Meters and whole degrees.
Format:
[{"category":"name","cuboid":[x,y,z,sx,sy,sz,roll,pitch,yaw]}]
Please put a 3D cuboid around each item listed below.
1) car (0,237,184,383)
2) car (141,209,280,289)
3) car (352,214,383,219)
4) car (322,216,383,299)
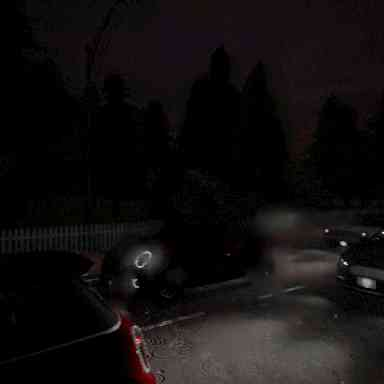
[{"category":"car","cuboid":[-2.545,1.354,2.170,4.553,1.767,2.097,0,0,-36]},{"category":"car","cuboid":[0.099,1.354,8.376,4.553,1.767,2.097,0,0,-36]},{"category":"car","cuboid":[7.402,1.597,13.620,4.718,1.301,1.895,0,0,-36]},{"category":"car","cuboid":[5.360,1.489,7.846,4.902,1.511,2.128,0,0,-36]}]
